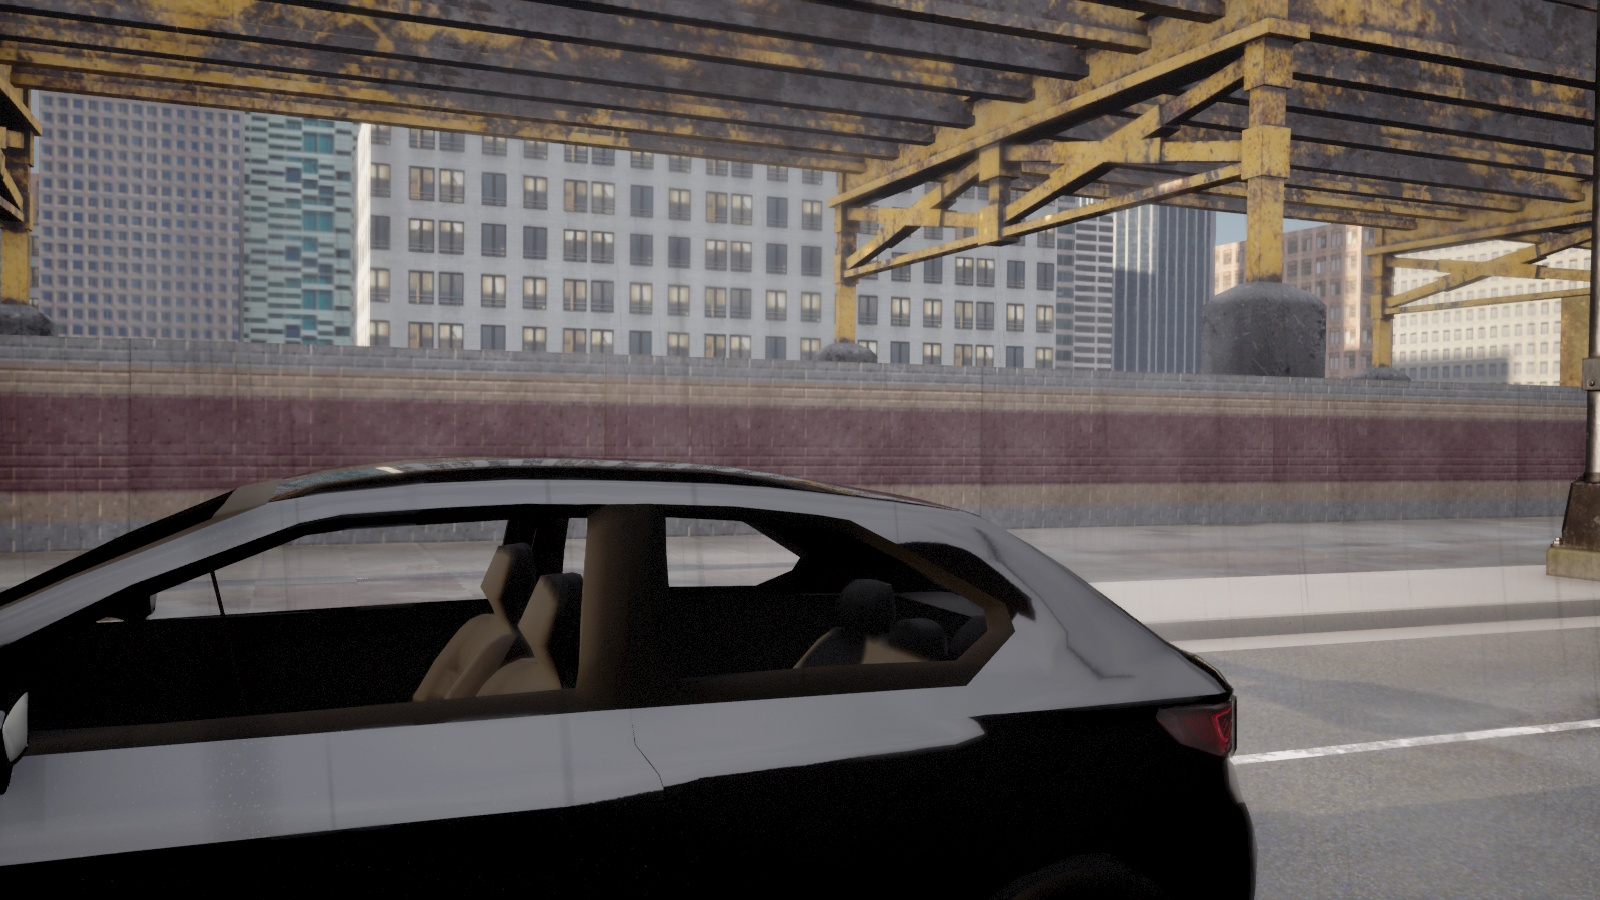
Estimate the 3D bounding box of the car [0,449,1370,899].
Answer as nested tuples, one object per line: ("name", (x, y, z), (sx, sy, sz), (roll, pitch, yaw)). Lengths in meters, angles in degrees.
("car", (-1.042, 0.777, 2.843), (4.193, 1.474, 1.816), (-1, 1, -21))
